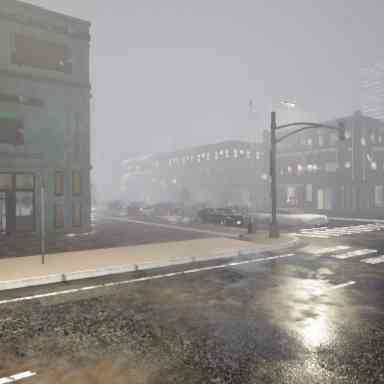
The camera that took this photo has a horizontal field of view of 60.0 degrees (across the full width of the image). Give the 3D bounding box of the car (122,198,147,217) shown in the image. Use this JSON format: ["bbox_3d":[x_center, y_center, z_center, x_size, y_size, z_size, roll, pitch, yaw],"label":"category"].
[{"bbox_3d":[-5.702,1.846,36.757,1.967,1.590,4.097,-1,0,-35],"label":"car"}]

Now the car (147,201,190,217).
[{"bbox_3d":[-2.653,1.839,36.919,1.882,1.535,5.008,-1,0,-35],"label":"car"}]

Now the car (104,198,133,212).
[{"bbox_3d":[-10.647,2.010,48.586,2.128,1.511,4.902,-1,0,-34],"label":"car"}]

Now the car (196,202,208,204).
[{"bbox_3d":[1.202,1.903,41.512,1.802,1.307,4.206,-1,0,-35],"label":"car"}]

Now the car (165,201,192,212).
[{"bbox_3d":[-1.937,1.965,46.071,1.802,1.307,4.206,-1,0,-35],"label":"car"}]

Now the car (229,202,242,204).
[{"bbox_3d":[4.341,1.809,36.953,2.008,1.369,4.403,-2,0,-35],"label":"car"}]

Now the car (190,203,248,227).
[{"bbox_3d":[2.071,1.814,25.260,1.947,1.339,4.313,-1,0,-35],"label":"car"}]

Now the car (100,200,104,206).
[{"bbox_3d":[-17.635,2.227,68.864,1.887,1.381,4.507,-1,0,-35],"label":"car"}]

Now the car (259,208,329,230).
[{"bbox_3d":[6.847,1.769,22.783,1.895,1.301,4.718,-1,0,-31],"label":"car"}]
